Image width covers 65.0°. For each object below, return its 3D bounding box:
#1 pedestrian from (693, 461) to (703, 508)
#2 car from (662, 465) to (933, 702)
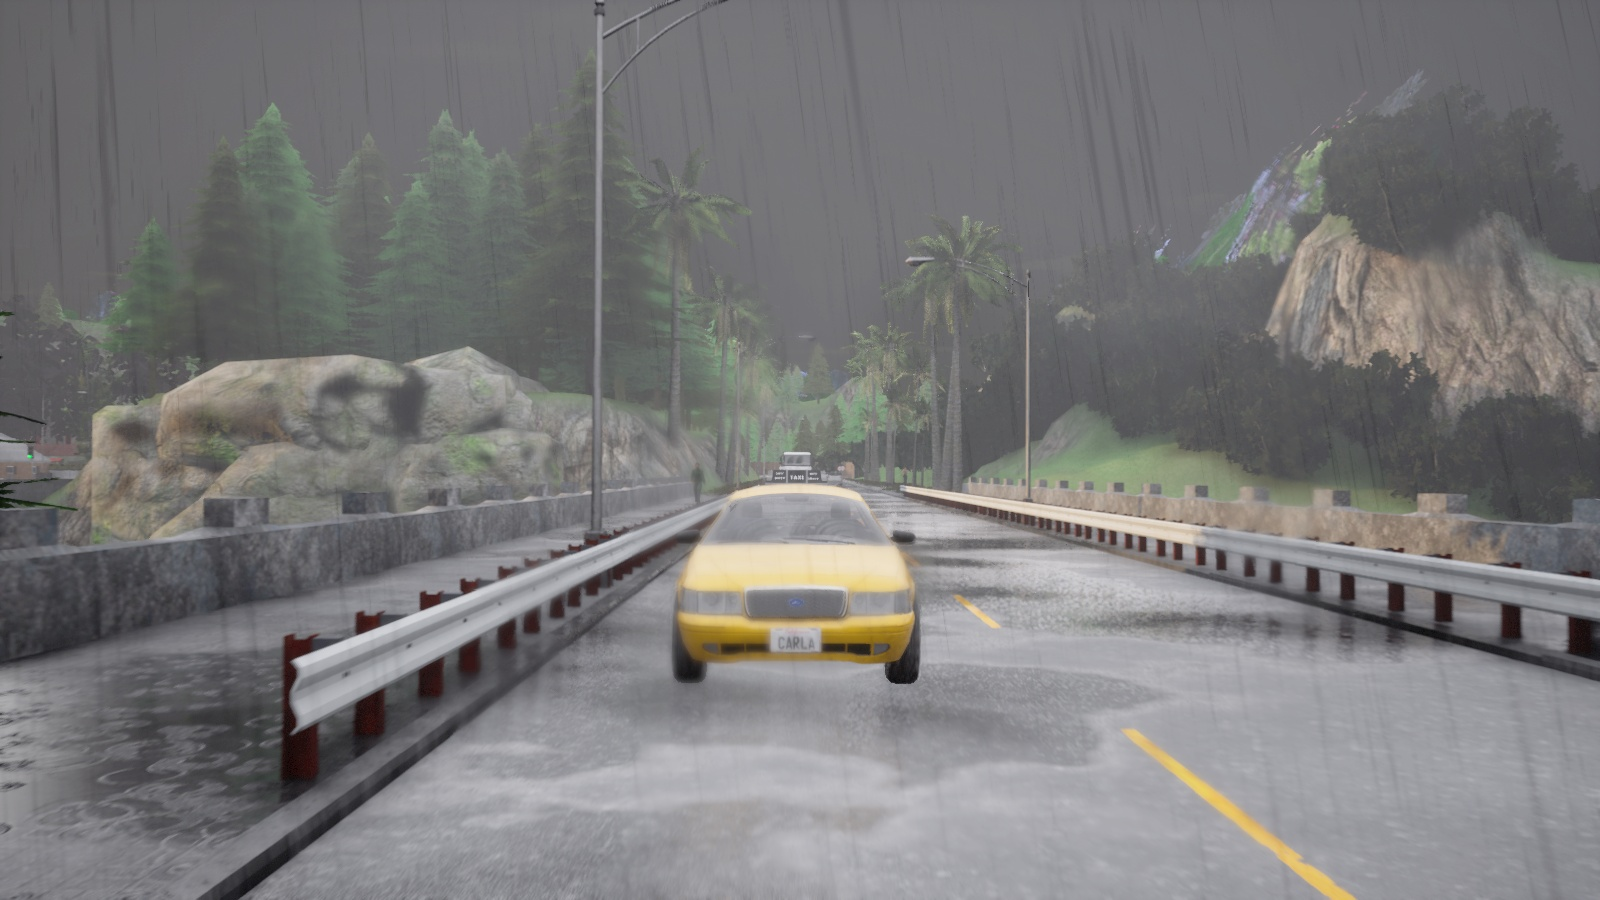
[{"bbox_3d":[-4.104,1.388,50.569,0.353,1.847,0.614,0,-1,0],"label":"pedestrian"},{"bbox_3d":[-0.024,0.941,11.066,1.801,1.575,5.366,0,-1,0],"label":"car"}]
